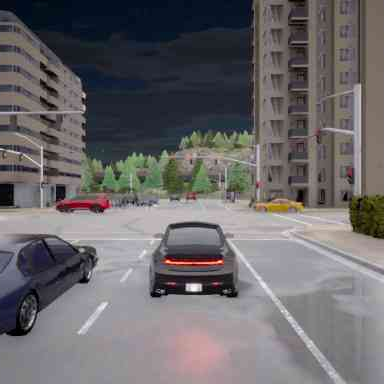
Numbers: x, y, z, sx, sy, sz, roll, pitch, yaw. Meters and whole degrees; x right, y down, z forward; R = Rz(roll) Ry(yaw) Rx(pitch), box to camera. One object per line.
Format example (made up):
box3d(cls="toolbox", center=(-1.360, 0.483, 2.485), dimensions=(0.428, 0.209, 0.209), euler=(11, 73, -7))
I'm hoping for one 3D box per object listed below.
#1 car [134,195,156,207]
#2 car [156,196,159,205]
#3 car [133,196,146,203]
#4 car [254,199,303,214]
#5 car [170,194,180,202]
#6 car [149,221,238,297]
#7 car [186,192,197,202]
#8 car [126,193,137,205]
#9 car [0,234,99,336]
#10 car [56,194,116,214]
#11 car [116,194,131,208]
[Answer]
box3d(cls="car", center=(-7.167, 1.564, 50.946), dimensions=(1.994, 1.385, 4.181), euler=(0, 0, 0))
box3d(cls="car", center=(-7.177, 1.352, 59.524), dimensions=(2.097, 1.767, 4.553), euler=(0, 0, 0))
box3d(cls="car", center=(-10.634, 1.564, 67.489), dimensions=(1.994, 1.385, 4.181), euler=(0, 0, 0))
box3d(cls="car", center=(9.064, 1.477, 35.209), dimensions=(5.008, 1.535, 1.882), euler=(0, 0, 7))
box3d(cls="car", center=(-3.634, 1.194, 72.985), dimensions=(2.097, 1.767, 4.553), euler=(0, 0, 0))
box3d(cls="car", center=(0.048, 1.505, 8.528), dimensions=(1.837, 1.490, 4.892), euler=(0, 0, 0))
box3d(cls="car", center=(-0.134, 1.064, 73.052), dimensions=(2.150, 2.045, 5.566), euler=(0, 0, 0))
box3d(cls="car", center=(-10.679, 1.221, 57.455), dimensions=(2.150, 2.045, 5.566), euler=(0, 0, 0))
box3d(cls="car", center=(-3.462, 1.547, 6.598), dimensions=(2.033, 1.411, 5.357), euler=(0, 0, 0))
box3d(cls="car", center=(-11.300, 1.220, 34.901), dimensions=(5.566, 2.045, 2.150), euler=(0, 0, 0))
box3d(cls="car", center=(-10.671, 1.491, 47.589), dimensions=(2.128, 1.511, 4.902), euler=(0, 0, 0))
